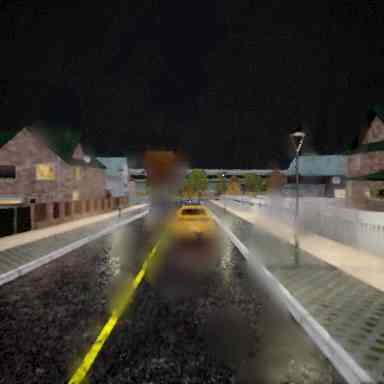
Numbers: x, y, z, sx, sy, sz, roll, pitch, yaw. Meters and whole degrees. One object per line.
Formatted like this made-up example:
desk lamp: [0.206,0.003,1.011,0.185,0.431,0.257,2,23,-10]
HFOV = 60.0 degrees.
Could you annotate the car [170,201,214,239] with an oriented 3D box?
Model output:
car: [0.078,1.450,17.062,1.882,1.535,5.008,0,0,0]

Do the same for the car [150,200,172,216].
car: [-2.851,1.486,31.491,1.812,1.442,4.674,0,0,0]
